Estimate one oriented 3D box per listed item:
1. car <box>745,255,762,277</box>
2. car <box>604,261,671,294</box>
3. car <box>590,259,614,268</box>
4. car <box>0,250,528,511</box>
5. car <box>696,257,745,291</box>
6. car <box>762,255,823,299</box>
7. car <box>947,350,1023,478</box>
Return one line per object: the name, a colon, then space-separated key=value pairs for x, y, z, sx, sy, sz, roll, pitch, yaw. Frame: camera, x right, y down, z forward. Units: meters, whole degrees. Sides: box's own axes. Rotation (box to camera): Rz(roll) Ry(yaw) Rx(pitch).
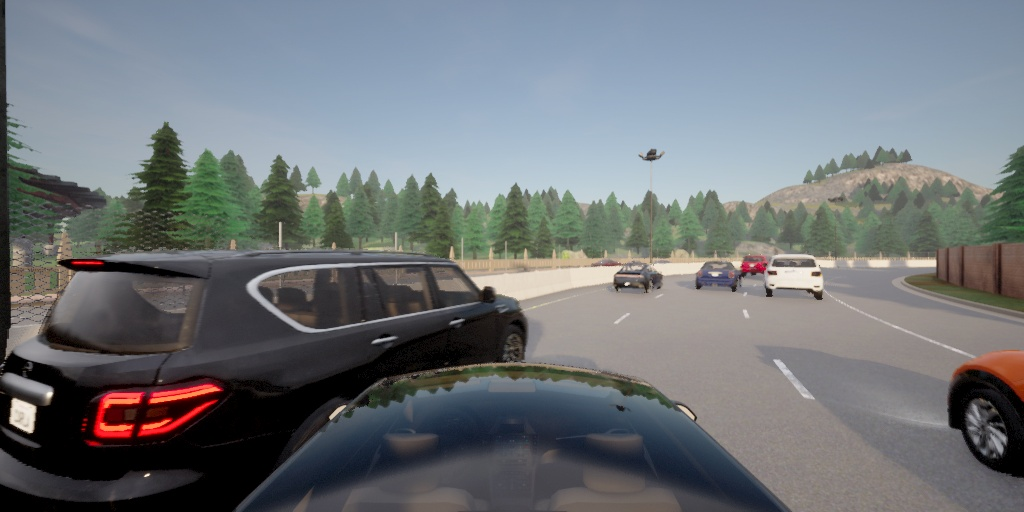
car: x=23.416 y=0.957 z=33.836 sx=5.566 sy=2.045 sz=2.150 roll=0 pitch=0 yaw=-43
car: x=7.272 y=1.233 z=20.428 sx=2.128 sy=1.511 sz=4.902 roll=0 pitch=0 yaw=34
car: x=12.388 y=1.207 z=47.740 sx=5.008 sy=1.535 sz=1.882 roll=0 pitch=0 yaw=-42
car: x=-1.634 y=0.970 z=4.436 sx=2.150 sy=2.045 sz=5.566 roll=0 pitch=0 yaw=23
car: x=12.835 y=1.094 z=22.129 sx=2.097 sy=1.767 sz=4.553 roll=0 pitch=0 yaw=36
car: x=14.382 y=0.963 z=18.453 sx=2.150 sy=2.045 sz=5.566 roll=0 pitch=0 yaw=36
car: x=4.836 y=1.102 z=1.665 sx=2.097 sy=1.767 sz=4.553 roll=0 pitch=0 yaw=23
